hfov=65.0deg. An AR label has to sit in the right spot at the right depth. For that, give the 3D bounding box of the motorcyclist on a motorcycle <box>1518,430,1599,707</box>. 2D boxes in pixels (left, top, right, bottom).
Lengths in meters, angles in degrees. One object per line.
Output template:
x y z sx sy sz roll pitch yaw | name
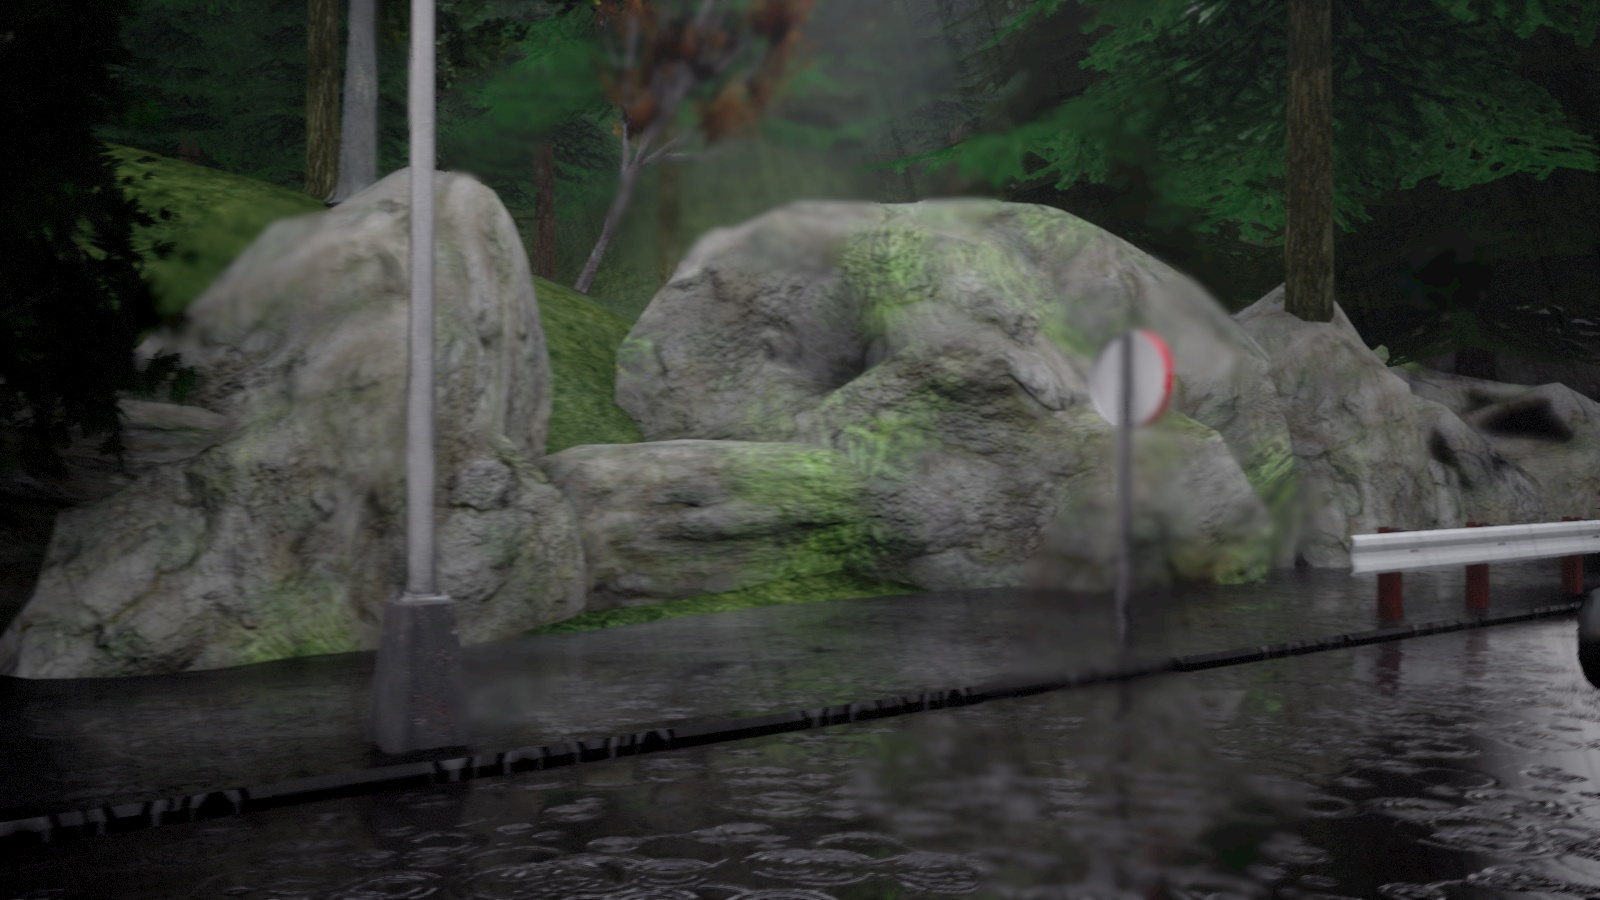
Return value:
5.686 0.703 8.228 2.350 1.649 0.766 0 0 -35 | motorcyclist on a motorcycle
